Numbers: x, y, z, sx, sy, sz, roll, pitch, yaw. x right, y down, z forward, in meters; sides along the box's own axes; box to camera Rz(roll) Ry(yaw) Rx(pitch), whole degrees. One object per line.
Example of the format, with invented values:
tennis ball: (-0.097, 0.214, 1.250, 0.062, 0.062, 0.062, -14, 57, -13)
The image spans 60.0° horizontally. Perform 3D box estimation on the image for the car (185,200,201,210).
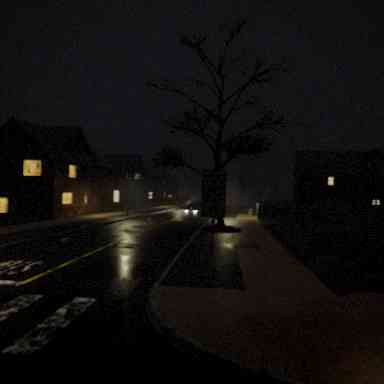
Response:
car: (0.401, 1.836, 48.054, 2.033, 1.411, 5.357, 2, 0, 11)
